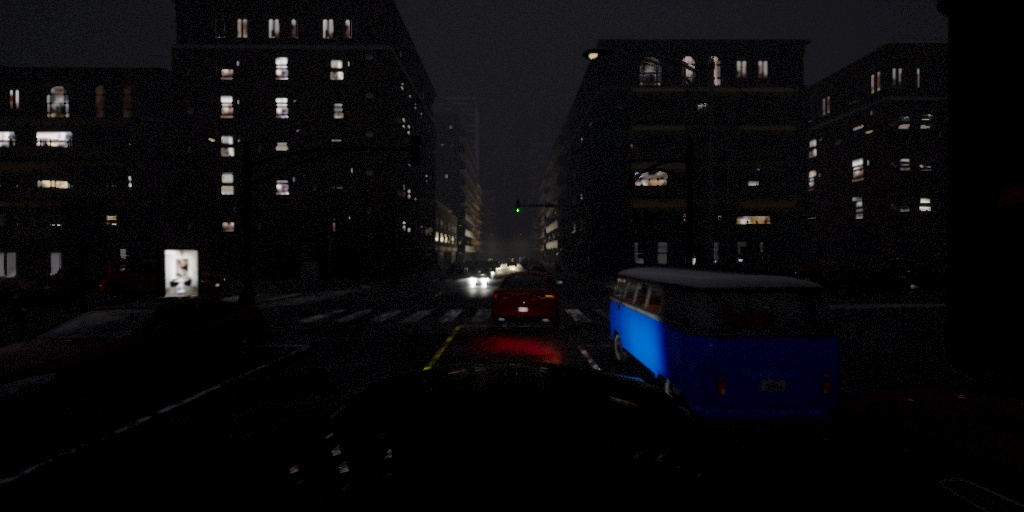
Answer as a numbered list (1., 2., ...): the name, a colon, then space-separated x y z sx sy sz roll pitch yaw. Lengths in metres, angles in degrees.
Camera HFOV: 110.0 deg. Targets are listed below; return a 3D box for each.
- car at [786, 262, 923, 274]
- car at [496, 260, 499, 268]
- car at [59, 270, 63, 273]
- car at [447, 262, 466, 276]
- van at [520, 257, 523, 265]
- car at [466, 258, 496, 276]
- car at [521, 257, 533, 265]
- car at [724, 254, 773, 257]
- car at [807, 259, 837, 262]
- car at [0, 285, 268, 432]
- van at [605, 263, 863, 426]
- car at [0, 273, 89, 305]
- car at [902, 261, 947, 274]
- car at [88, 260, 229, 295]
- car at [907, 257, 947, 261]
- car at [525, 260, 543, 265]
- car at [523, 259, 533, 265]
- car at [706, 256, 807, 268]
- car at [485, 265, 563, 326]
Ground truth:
1. car: 15.793 1.098 16.703 4.313 1.339 1.948 0 0 0
2. car: -3.094 1.322 46.776 1.994 1.385 4.181 0 0 -1
3. car: -30.262 1.574 24.880 4.097 1.591 1.967 0 0 0
4. car: -5.694 1.320 37.934 1.948 1.339 4.313 0 0 0
5. van: 2.686 1.107 60.016 1.690 1.789 3.998 0 0 0
6. car: -3.093 1.245 36.532 2.128 1.511 4.902 0 0 0
7. car: 2.686 1.308 54.493 1.888 1.381 4.507 0 0 0
8. car: 15.771 0.782 25.083 5.009 1.841 2.192 0 0 0
9. car: 21.342 0.932 25.124 4.507 1.381 1.888 0 0 0
10. car: -5.692 1.331 5.529 1.802 1.307 4.207 0 0 0
11. van: 2.689 1.090 5.528 1.690 1.789 3.998 0 0 0
12. car: -22.394 1.637 16.297 4.403 1.370 2.007 0 0 0
13. car: 21.363 1.034 16.743 4.207 1.307 1.802 0 0 0
14. car: -18.367 1.228 19.057 5.566 2.045 2.150 -1 0 1
15. car: 26.090 0.816 22.561 5.008 1.535 1.882 -1 0 0
16. car: 2.687 1.336 37.923 1.802 1.307 4.207 0 0 0
17. car: 2.687 1.323 43.446 1.948 1.339 4.313 0 0 0
18. car: 15.005 0.990 22.484 4.902 1.511 2.128 -1 0 0
19. car: 0.619 1.227 11.739 1.882 1.535 5.008 0 0 8
